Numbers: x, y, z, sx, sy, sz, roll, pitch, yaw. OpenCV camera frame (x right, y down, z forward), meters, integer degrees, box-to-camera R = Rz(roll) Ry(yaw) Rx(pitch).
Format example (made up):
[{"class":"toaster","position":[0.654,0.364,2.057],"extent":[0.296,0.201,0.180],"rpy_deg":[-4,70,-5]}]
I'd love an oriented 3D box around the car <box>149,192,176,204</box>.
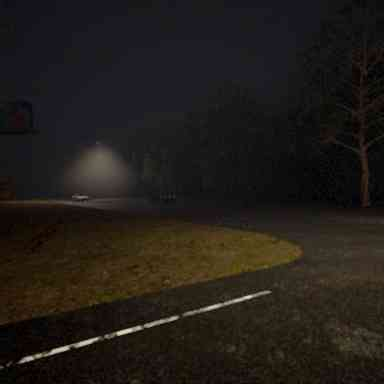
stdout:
[{"class":"car","position":[-4.080,0.718,45.300],"extent":[2.097,1.767,4.553],"rpy_deg":[-1,1,-34]}]

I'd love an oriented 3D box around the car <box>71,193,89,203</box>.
[{"class":"car","position":[-17.962,0.920,53.304],"extent":[1.812,1.442,4.674],"rpy_deg":[-1,1,-34]}]
